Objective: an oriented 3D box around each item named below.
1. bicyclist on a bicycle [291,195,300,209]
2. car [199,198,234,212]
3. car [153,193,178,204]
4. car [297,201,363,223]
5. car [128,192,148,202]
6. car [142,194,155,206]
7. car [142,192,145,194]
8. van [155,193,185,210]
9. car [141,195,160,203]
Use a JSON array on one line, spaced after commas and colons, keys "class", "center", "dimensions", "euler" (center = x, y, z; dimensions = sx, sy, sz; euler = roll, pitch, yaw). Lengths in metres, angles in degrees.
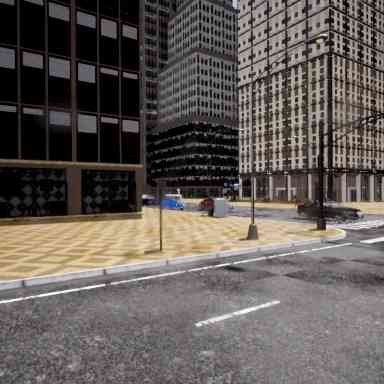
[{"class": "bicyclist on a bicycle", "center": [11.983, 1.119, 38.402], "dimensions": [1.656, 1.620, 0.582], "euler": [-1, 1, -34]}, {"class": "car", "center": [2.589, 1.398, 36.705], "dimensions": [1.812, 1.442, 4.674], "euler": [-1, 1, -34]}, {"class": "car", "center": [-4.746, 1.036, 57.956], "dimensions": [2.192, 1.841, 5.009], "euler": [0, 0, -34]}, {"class": "car", "center": [10.399, 1.427, 25.387], "dimensions": [2.128, 1.511, 4.902], "euler": [-1, 1, -36]}, {"class": "car", "center": [-10.940, 0.983, 67.143], "dimensions": [2.192, 1.841, 5.009], "euler": [0, 0, -34]}, {"class": "car", "center": [-6.249, 1.361, 49.865], "dimensions": [1.994, 1.385, 4.181], "euler": [-1, 1, -34]}, {"class": "car", "center": [-8.568, 1.254, 58.986], "dimensions": [1.812, 1.442, 4.674], "euler": [-1, 1, -34]}, {"class": "van", "center": [-2.405, 1.211, 39.494], "dimensions": [1.690, 1.788, 3.998], "euler": [0, 0, -34]}, {"class": "car", "center": [-7.843, 1.239, 62.551], "dimensions": [1.887, 1.381, 4.507], "euler": [0, 0, -34]}]
